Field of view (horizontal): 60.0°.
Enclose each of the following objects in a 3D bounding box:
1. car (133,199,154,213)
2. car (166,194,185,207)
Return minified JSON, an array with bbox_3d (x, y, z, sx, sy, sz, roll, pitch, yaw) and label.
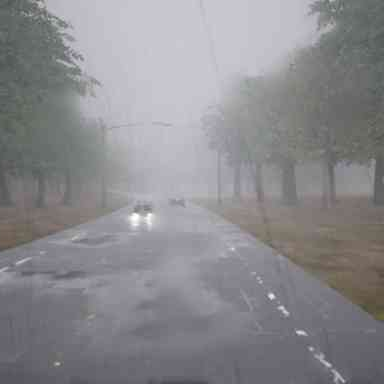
[{"bbox_3d":[-4.898,1.402,34.243,1.895,1.301,4.718,0,0,-4],"label":"car"},{"bbox_3d":[-2.107,1.056,45.124,2.097,1.767,4.553,0,0,-5],"label":"car"}]
